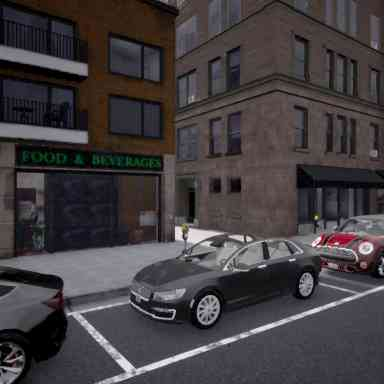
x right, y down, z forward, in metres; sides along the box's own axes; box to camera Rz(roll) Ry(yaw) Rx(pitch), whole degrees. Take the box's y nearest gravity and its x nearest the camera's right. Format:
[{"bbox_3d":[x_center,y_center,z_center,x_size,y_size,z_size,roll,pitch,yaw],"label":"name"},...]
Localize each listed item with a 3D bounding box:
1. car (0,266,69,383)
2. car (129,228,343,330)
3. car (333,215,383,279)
[{"bbox_3d":[-3.615,1.566,3.614,4.313,1.339,1.947,0,0,-35],"label":"car"},{"bbox_3d":[0.880,1.551,6.815,4.403,1.369,2.008,0,0,-35],"label":"car"},{"bbox_3d":[5.375,1.443,10.016,4.097,1.590,1.967,0,0,-35],"label":"car"}]
